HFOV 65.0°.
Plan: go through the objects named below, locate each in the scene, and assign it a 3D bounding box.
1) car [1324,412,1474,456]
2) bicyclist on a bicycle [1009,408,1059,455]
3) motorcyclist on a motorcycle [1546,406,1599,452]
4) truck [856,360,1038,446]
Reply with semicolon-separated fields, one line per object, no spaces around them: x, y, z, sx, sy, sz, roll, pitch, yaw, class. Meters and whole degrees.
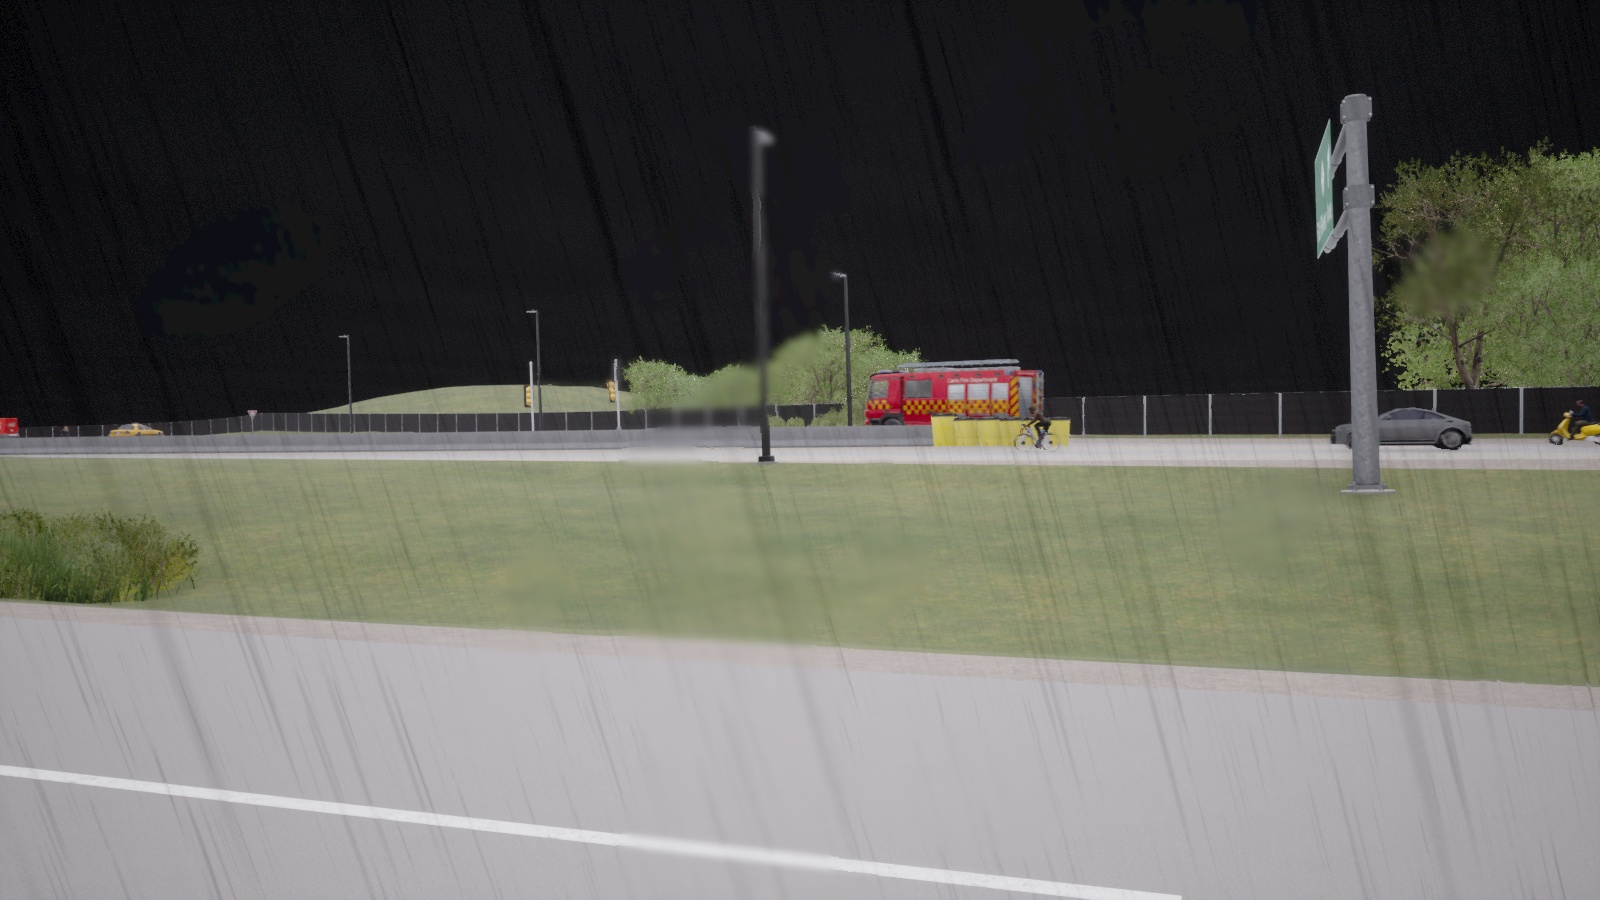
19.344;-0.524;40.759;4.181;1.385;1.994;0;1;19;car
8.325;-0.650;44.599;1.656;1.620;0.582;0;1;19;bicyclist on a bicycle
27.010;-0.736;43.671;1.817;1.590;0.866;1;1;32;motorcyclist on a motorcycle
6.891;-2.180;59.805;8.468;3.827;2.891;1;2;41;truck
